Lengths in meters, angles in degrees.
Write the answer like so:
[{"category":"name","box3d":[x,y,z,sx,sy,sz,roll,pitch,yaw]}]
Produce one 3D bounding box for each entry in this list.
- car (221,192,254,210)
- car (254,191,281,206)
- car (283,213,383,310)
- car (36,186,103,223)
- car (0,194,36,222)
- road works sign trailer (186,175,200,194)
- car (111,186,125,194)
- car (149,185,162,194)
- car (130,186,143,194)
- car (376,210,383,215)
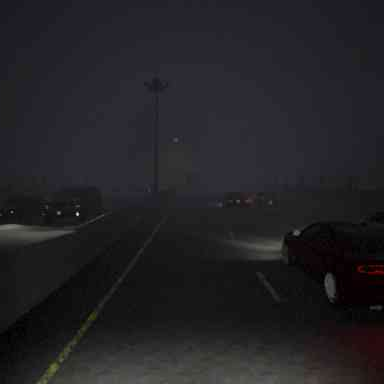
[{"category":"car","box3d":[3.600,0.685,28.382,2.033,1.411,5.357,0,2,0]},{"category":"car","box3d":[7.101,0.588,32.313,1.895,1.301,4.718,0,2,0]},{"category":"car","box3d":[3.600,1.385,7.803,1.882,1.535,5.008,0,2,0]},{"category":"car","box3d":[-7.100,0.661,20.492,2.150,2.045,5.566,0,2,0]},{"category":"car","box3d":[-10.599,0.937,20.688,1.837,1.490,4.892,0,2,0]},{"category":"road works sign trailer","box3d":[0.096,-1.469,61.126,2.380,3.560,2.880,0,0,3]},{"category":"car","box3d":[-14.018,-0.429,62.915,1.837,1.490,4.892,0,0,0]},{"category":"car","box3d":[-7.021,-0.572,63.543,2.097,1.767,4.553,0,0,0]},{"category":"car","box3d":[-10.508,-0.379,63.377,2.033,1.411,5.357,0,0,0]},{"category":"car","box3d":[7.100,1.306,11.167,1.837,1.490,4.892,0,2,0]}]
